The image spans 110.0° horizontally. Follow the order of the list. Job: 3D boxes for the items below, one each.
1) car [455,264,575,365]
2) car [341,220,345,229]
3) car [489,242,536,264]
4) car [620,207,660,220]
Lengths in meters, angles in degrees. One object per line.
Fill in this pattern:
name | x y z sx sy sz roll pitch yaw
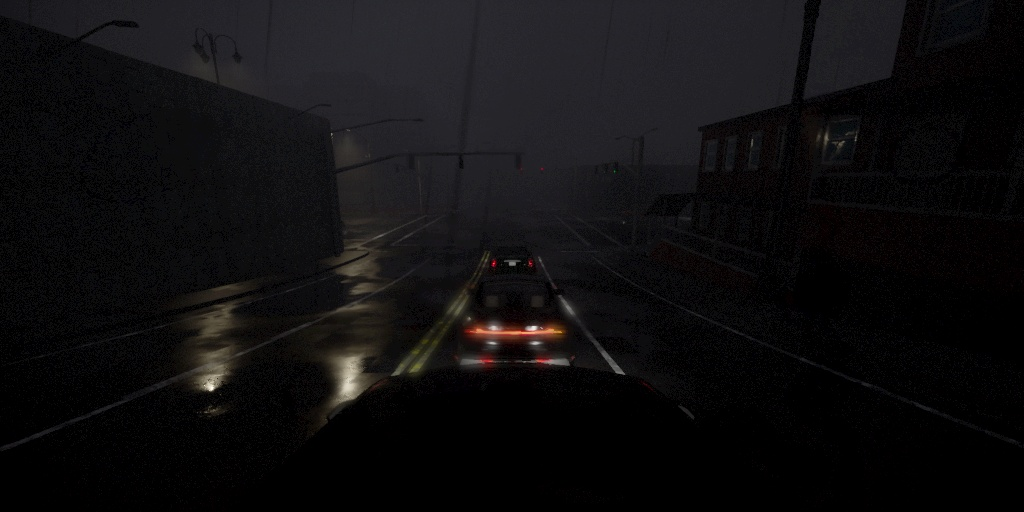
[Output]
car | 0.055 1.122 7.184 1.837 1.490 4.892 0 2 0
car | -18.325 -2.527 32.326 4.902 1.511 2.128 0 12 0
car | 0.022 0.085 17.436 2.097 1.767 4.553 0 7 0
car | 16.459 -5.546 46.043 5.008 1.535 1.882 0 12 0
